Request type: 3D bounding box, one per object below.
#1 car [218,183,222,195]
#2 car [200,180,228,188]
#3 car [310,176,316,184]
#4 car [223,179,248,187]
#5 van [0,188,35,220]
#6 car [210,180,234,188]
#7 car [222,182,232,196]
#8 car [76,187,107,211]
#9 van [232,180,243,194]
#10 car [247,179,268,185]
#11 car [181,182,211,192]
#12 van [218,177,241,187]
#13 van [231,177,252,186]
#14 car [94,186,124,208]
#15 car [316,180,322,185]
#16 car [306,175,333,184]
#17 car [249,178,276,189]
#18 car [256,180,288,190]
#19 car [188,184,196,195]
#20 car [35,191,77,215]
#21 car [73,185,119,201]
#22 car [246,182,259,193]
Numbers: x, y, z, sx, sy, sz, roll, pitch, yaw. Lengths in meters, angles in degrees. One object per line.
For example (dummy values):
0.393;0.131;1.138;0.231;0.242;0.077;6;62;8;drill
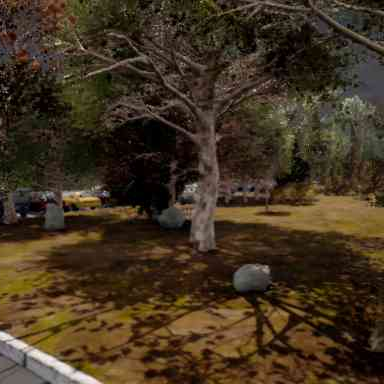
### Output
0.565;-0.157;40.072;5.008;1.535;2.097;2;4;37;car
4.461;-1.637;67.296;5.366;1.575;1.946;2;4;37;car
22.237;-1.920;68.870;5.008;1.535;2.097;2;4;37;car
9.656;-2.040;73.900;5.008;1.535;2.097;2;4;37;car
-12.862;0.710;22.410;4.442;1.987;1.878;2;4;37;van
6.295;-1.727;69.423;4.674;1.452;2.002;2;4;37;car
2.235;-0.253;42.290;4.674;1.452;2.002;2;4;37;car
-9.580;0.656;26.893;5.366;1.575;1.946;2;4;37;car
3.994;-0.651;44.419;4.442;1.987;1.878;2;4;37;van
16.397;-2.570;82.853;4.674;1.452;2.002;2;4;37;car
0.763;-0.792;54.190;2.033;1.411;5.357;2;4;37;car
8.067;-2.126;71.577;4.442;1.987;1.878;2;4;37;van
11.250;-2.406;76.195;4.442;1.987;1.878;2;4;37;van
-7.742;0.556;28.979;4.792;1.488;2.163;2;4;37;car
24.056;-2.059;70.972;5.366;1.575;1.946;2;4;37;car
30.598;-2.902;79.913;5.566;2.045;2.435;2;4;37;car
10.423;-0.977;53.472;5.366;1.575;1.946;2;4;37;car
13.910;-1.239;57.786;4.892;1.521;2.231;2;4;37;car
-1.099;0.019;37.858;4.674;1.452;2.002;2;4;37;car
-11.076;0.831;24.549;4.792;1.488;2.163;2;4;37;car
-11.029;0.047;38.677;1.882;1.535;5.008;2;4;37;car
7.214;-0.670;48.949;4.792;1.488;2.163;2;4;37;car
